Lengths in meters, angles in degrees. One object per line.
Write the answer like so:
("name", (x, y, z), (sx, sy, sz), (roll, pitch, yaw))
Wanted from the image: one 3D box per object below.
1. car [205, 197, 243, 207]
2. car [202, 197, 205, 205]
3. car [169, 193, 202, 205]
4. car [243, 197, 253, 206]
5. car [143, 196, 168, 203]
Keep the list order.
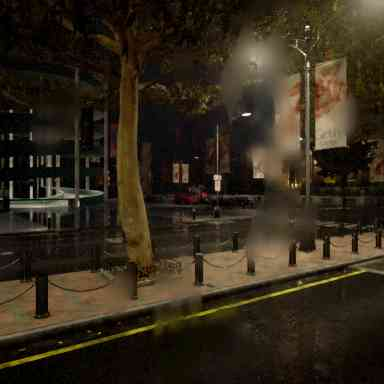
("car", (4.758, 1.547, 50.625), (2.033, 1.411, 5.357), (0, 0, -35))
("car", (1.871, 1.547, 60.719), (2.033, 1.411, 5.357), (0, 0, -36))
("car", (-1.149, 1.221, 58.927), (2.150, 2.045, 5.566), (0, 0, -36))
("car", (7.516, 1.491, 52.769), (2.128, 1.511, 4.902), (0, 0, -35))
("car", (-7.809, 1.478, 66.769), (5.008, 1.535, 1.882), (0, 0, 42))
